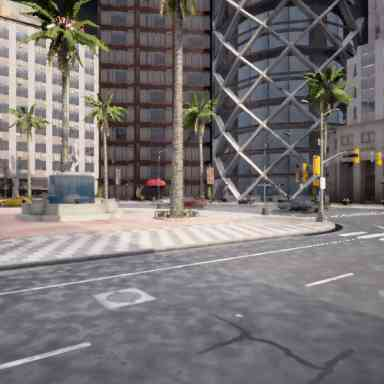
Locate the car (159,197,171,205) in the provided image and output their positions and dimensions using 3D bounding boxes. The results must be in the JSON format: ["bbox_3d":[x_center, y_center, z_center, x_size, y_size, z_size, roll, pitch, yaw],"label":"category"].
[{"bbox_3d":[-3.527,1.526,57.192,4.674,1.442,1.812,0,0,20],"label":"car"}]

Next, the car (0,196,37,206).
[{"bbox_3d":[-28.765,1.478,54.458,5.008,1.535,1.882,0,0,-14],"label":"car"}]

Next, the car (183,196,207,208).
[{"bbox_3d":[-0.064,1.351,47.760,4.553,1.767,2.097,0,0,27],"label":"car"}]

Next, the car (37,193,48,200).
[{"bbox_3d":[-25.900,1.223,58.678,5.566,2.045,2.150,0,0,-10],"label":"car"}]

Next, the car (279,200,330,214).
[{"bbox_3d":[12.126,1.547,36.281,2.033,1.411,5.357,0,0,-37],"label":"car"}]

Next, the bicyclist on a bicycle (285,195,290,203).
[{"bbox_3d":[15.720,1.301,54.592,0.582,1.620,1.656,0,0,42],"label":"bicyclist on a bicycle"}]
